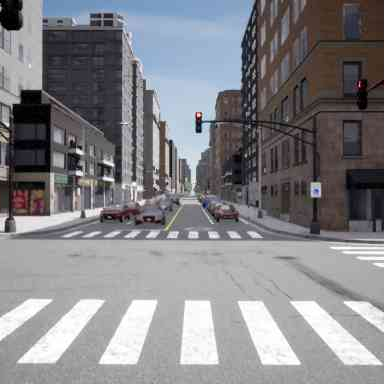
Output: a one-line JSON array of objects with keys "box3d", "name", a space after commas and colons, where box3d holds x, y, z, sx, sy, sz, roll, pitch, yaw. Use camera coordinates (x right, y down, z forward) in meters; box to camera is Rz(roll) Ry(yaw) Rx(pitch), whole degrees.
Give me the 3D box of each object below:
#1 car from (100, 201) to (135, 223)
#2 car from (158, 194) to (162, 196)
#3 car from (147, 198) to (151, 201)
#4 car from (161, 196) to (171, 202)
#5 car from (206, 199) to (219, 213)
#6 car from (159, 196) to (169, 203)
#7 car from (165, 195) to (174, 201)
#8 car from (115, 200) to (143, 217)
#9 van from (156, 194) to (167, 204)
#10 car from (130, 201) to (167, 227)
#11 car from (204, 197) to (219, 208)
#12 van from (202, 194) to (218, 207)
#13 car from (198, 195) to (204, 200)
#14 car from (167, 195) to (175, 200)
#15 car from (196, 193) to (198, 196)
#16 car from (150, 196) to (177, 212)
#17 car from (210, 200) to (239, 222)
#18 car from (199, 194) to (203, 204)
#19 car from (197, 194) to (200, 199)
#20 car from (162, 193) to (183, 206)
[{"box3d": [-5.892, 1.551, 25.973, 1.887, 1.381, 4.507, 1, 0, 0], "name": "car"}, {"box3d": [-5.946, 1.461, 60.010, 1.967, 1.590, 4.097, 1, 0, 0], "name": "car"}, {"box3d": [-5.929, 1.596, 48.665, 1.802, 1.307, 4.206, 1, 0, 0], "name": "car"}, {"box3d": [-5.975, 1.582, 77.029, 2.008, 1.369, 4.403, 1, 0, 0], "name": "car"}, {"box3d": [2.624, 1.589, 31.651, 1.802, 1.307, 4.206, 1, 0, 0], "name": "car"}, {"box3d": [-5.966, 1.609, 71.356, 1.802, 1.307, 4.206, 1, 0, 0], "name": "car"}, {"box3d": [-5.994, 1.603, 88.375, 1.947, 1.339, 4.313, 1, 0, 0], "name": "car"}, {"box3d": [-5.901, 1.552, 31.646, 1.887, 1.381, 4.507, 1, 0, 0], "name": "car"}, {"box3d": [-5.955, 1.365, 65.683, 1.690, 1.788, 3.998, 1, 0, 0], "name": "van"}, {"box3d": [-2.925, 1.570, 22.985, 1.994, 1.385, 4.181, 0, 0, -6], "name": "car"}, {"box3d": [2.615, 1.591, 37.325, 1.802, 1.307, 4.206, 1, 0, 0], "name": "car"}, {"box3d": [2.608, 1.353, 42.999, 1.690, 1.788, 3.998, 1, 0, 0], "name": "van"}, {"box3d": [2.523, 1.565, 94.229, 1.752, 1.417, 4.829, 1, 0, 0], "name": "car"}, {"box3d": [-6.003, 1.585, 94.048, 1.887, 1.381, 4.507, 1, 0, 0], "name": "car"}, {"box3d": [2.543, 1.349, 82.712, 2.192, 1.841, 5.009, 1, 0, 0], "name": "car"}, {"box3d": [-3.158, 1.503, 38.383, 2.128, 1.511, 4.902, 0, 0, 0], "name": "car"}, {"box3d": [2.634, 1.588, 25.978, 1.802, 1.307, 4.206, 1, 0, 0], "name": "car"}, {"box3d": [2.599, 1.329, 48.672, 2.192, 1.841, 5.009, 1, 0, 0], "name": "car"}, {"box3d": [2.559, 1.593, 71.365, 1.947, 1.339, 4.313, 1, 0, 0], "name": "car"}, {"box3d": [-3.139, 1.241, 54.293, 2.150, 2.045, 5.566, 0, 0, 0], "name": "car"}]
